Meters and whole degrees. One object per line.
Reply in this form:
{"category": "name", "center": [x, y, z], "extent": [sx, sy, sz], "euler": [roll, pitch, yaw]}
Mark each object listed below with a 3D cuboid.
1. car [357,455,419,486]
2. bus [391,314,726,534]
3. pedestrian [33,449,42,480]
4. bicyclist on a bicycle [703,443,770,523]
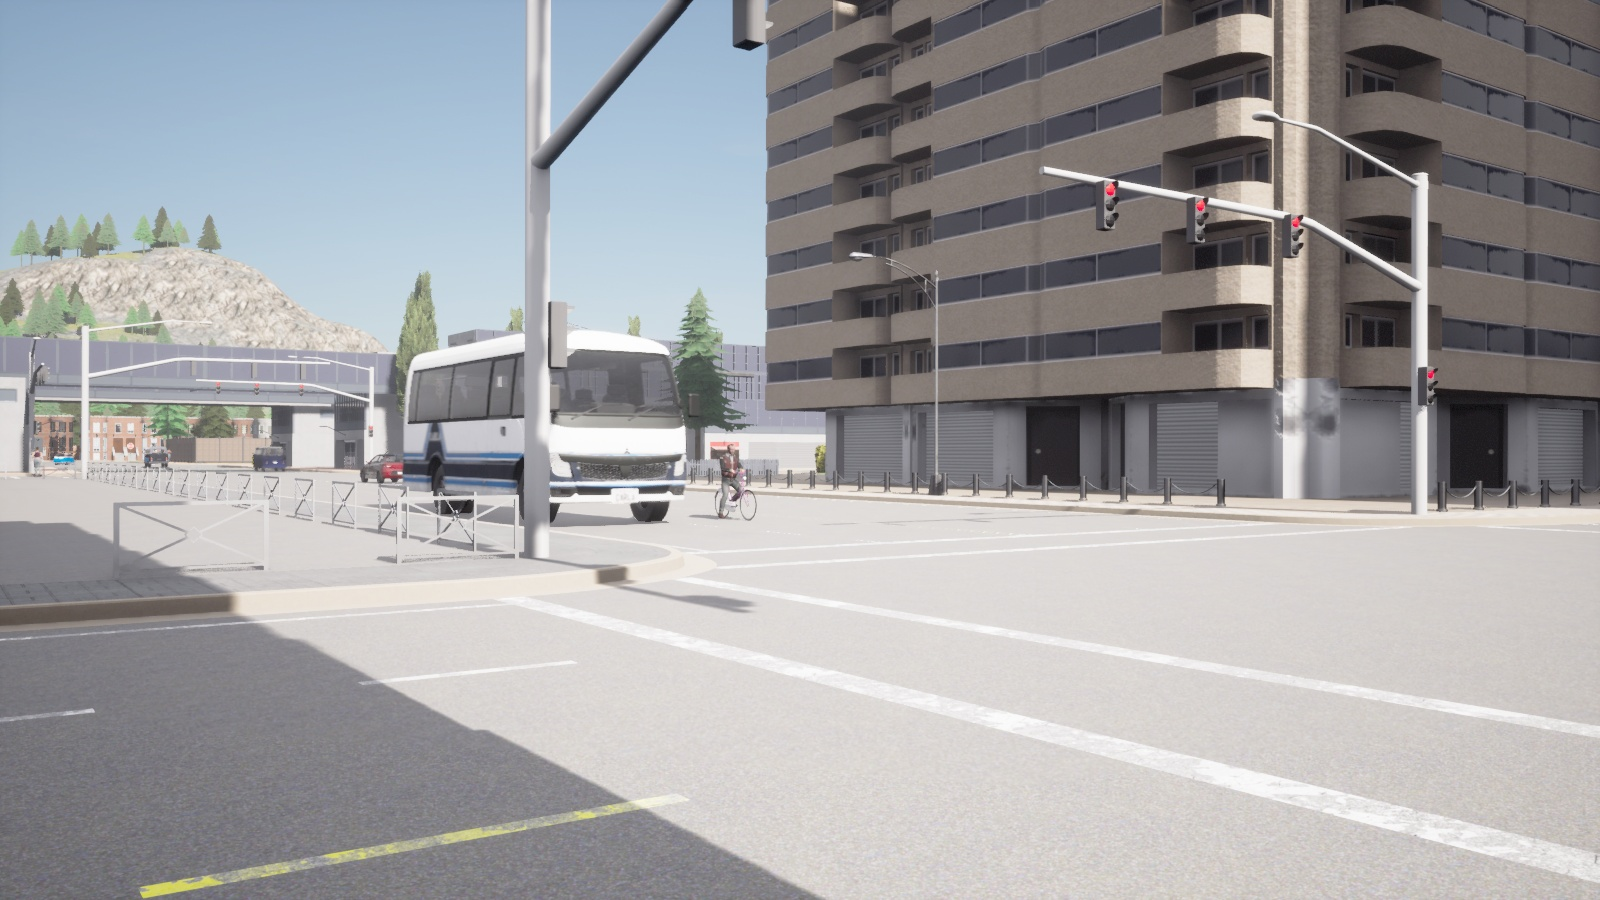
{"category": "car", "center": [-20.704, 1.012, 63.020], "extent": [1.816, 1.474, 4.193], "euler": [0, 0, -35]}
{"category": "bus", "center": [-6.108, -0.491, 29.584], "extent": [3.944, 4.253, 10.273], "euler": [0, 0, -35]}
{"category": "pedestrian", "center": [-46.022, 0.862, 75.774], "extent": [0.345, 1.836, 0.594], "euler": [0, 0, -43]}
{"category": "bicyclist on a bicycle", "center": [-1.488, 0.745, 29.055], "extent": [0.659, 1.776, 1.843], "euler": [0, 0, -35]}
